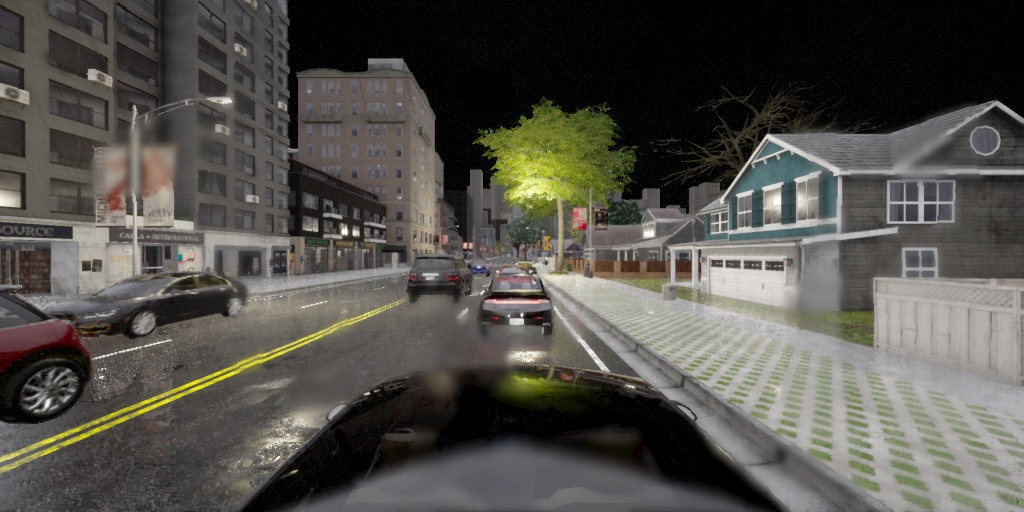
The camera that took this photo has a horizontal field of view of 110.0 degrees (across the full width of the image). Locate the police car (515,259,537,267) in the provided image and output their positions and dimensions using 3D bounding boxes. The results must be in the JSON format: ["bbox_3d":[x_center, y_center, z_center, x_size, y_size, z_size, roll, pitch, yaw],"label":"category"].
[{"bbox_3d":[1.011,1.155,29.598,1.930,1.638,5.238,0,0,0],"label":"police car"}]

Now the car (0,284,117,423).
[{"bbox_3d":[-6.597,1.102,2.723,2.097,1.767,4.553,0,0,0],"label":"car"}]

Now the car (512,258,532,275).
[{"bbox_3d":[1.023,1.068,39.459,2.097,1.767,4.553,0,0,0],"label":"car"}]

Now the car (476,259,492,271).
[{"bbox_3d":[-3.108,1.074,35.938,2.097,1.767,4.553,0,0,0],"label":"car"}]

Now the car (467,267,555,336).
[{"bbox_3d":[0.114,1.239,10.366,2.128,1.511,4.902,0,0,0],"label":"car"}]

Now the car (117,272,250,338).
[{"bbox_3d":[-9.838,1.253,10.183,1.837,1.490,4.892,0,0,0],"label":"car"}]

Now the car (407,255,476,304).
[{"bbox_3d":[-3.130,0.966,16.545,2.150,2.045,5.566,0,0,0],"label":"car"}]

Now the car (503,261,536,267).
[{"bbox_3d":[0.124,1.219,19.869,1.882,1.535,5.008,0,0,0],"label":"car"}]
